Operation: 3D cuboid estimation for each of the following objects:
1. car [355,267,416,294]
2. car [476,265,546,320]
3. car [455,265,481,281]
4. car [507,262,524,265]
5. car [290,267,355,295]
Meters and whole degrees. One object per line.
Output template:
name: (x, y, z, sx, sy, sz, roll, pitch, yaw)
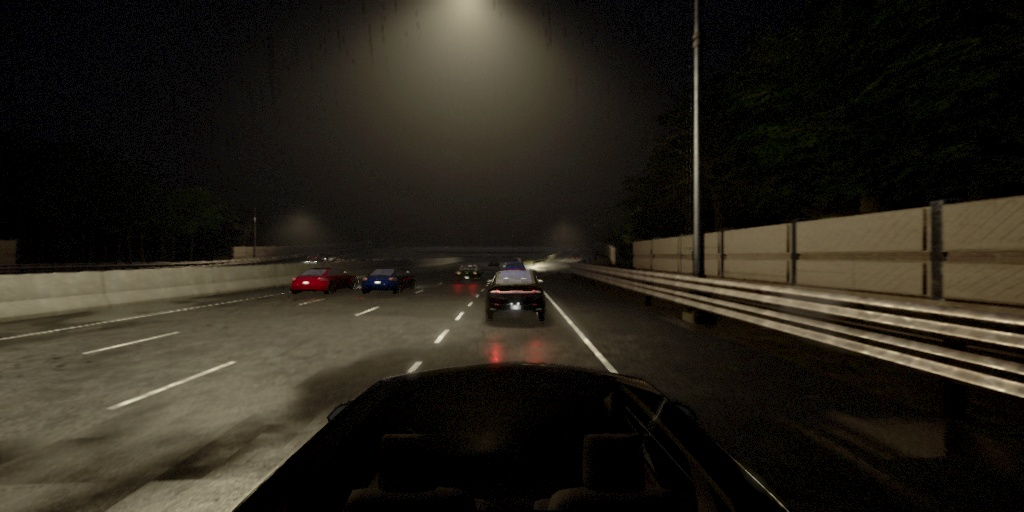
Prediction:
car: (-6.867, 1.320, 20.339, 1.994, 1.385, 4.181, 0, 0, 0)
car: (0.112, 1.245, 12.609, 2.128, 1.511, 4.902, 0, 0, 0)
car: (-3.430, 1.361, 29.749, 1.895, 1.301, 4.718, 0, 0, 0)
car: (0.308, 1.238, 30.866, 1.882, 1.535, 5.008, 0, 0, 2)
car: (-10.367, 1.320, 20.049, 1.994, 1.385, 4.181, 0, 0, 0)
